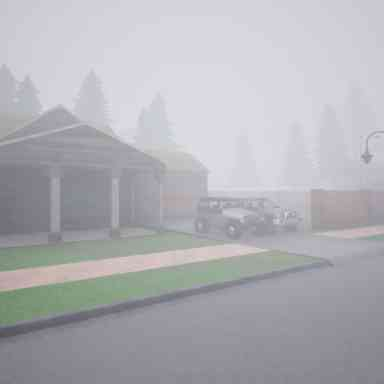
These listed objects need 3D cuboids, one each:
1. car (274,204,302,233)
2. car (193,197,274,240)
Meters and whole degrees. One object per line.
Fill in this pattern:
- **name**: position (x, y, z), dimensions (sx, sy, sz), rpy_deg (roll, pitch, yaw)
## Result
- **car**: position (3.525, 1.174, 17.906), dimensions (1.932, 1.855, 4.605), rpy_deg (0, 0, -36)
- **car**: position (1.715, 1.176, 16.118), dimensions (1.905, 1.878, 3.866), rpy_deg (0, 0, -36)
